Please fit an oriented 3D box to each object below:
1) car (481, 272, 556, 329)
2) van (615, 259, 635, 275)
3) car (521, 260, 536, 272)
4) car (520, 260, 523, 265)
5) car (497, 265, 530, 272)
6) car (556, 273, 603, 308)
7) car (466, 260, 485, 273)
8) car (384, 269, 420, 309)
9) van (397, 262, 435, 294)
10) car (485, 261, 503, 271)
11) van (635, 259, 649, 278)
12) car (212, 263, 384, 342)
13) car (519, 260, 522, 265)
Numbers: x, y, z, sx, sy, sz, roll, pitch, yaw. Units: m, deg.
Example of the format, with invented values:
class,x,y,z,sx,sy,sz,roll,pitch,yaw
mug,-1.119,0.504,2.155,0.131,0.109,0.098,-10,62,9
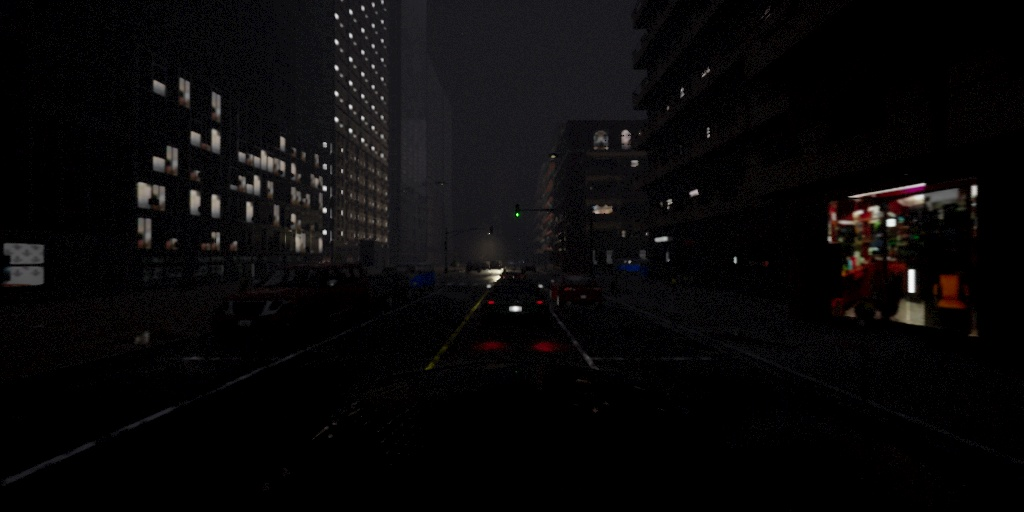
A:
class,x,y,z,sx,sy,sz,roll,pitch,yaw
car,0.094,1.397,11.574,1.994,1.385,4.181,0,-1,0
van,13.714,1.207,41.164,3.998,1.789,1.690,0,0,0
car,2.681,1.760,53.587,1.888,1.381,4.507,0,0,0
car,2.680,1.812,59.114,1.888,1.381,4.507,0,0,0
car,0.096,1.572,27.275,1.895,1.301,4.718,0,-1,0
car,2.686,1.414,15.676,1.888,1.381,4.507,0,0,0
car,-5.699,1.529,53.587,2.192,1.841,5.009,0,0,0
car,-5.694,1.435,15.676,1.948,1.339,4.313,0,0,0
van,-5.695,1.258,21.198,1.690,1.789,3.998,0,0,0
car,-3.042,1.659,63.328,2.097,1.767,4.553,0,-1,1
van,13.737,1.172,32.783,3.998,1.789,1.690,0,0,0
car,-5.693,1.136,10.153,2.192,1.841,5.009,0,0,0
car,2.679,1.759,64.641,1.967,1.591,4.097,0,0,0
